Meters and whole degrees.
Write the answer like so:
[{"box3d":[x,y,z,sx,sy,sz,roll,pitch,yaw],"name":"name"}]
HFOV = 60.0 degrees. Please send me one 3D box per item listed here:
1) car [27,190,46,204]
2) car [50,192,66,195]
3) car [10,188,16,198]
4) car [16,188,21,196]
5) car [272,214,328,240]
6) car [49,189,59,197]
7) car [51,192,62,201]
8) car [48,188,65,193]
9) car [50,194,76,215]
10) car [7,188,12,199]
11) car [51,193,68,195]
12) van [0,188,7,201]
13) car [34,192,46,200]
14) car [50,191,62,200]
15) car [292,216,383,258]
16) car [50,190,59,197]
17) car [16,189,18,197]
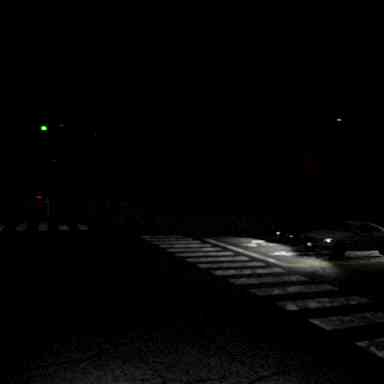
[{"box3d":[-20.887,0.831,44.933,2.128,1.511,4.902,2,0,-23],"name":"car"},{"box3d":[-15.417,1.062,38.999,2.008,1.369,4.403,2,0,-23],"name":"car"},{"box3d":[-34.178,0.239,60.900,2.192,1.841,5.009,2,0,-23],"name":"car"},{"box3d":[-38.558,0.102,71.017,2.192,1.841,5.009,2,0,-23],"name":"car"},{"box3d":[6.739,2.021,18.389,4.892,1.490,1.837,3,-1,-24],"name":"car"},{"box3d":[-35.123,0.212,84.529,2.192,1.841,5.009,2,0,-23],"name":"car"},{"box3d":[-24.245,0.760,59.391,1.752,1.417,4.829,2,0,-23],"name":"car"},{"box3d":[-17.599,0.757,44.058,2.192,1.841,5.009,2,0,-23],"name":"car"},{"box3d":[-11.036,1.199,28.882,2.008,1.369,4.403,2,0,-23],"name":"car"},{"box3d":[-31.995,0.537,55.842,1.887,1.381,4.507,2,0,-23],"name":"car"},{"box3d":[-13.293,1.103,34.097,1.752,1.417,4.829,2,0,-23],"name":"car"},{"box3d":[-29.798,0.401,50.784,1.690,1.788,3.998,2,0,-23],"name":"van"},{"box3d":[-28.261,0.710,61.966,1.895,1.301,4.718,2,0,-23],"name":"car"},{"box3d":[-26.365,0.608,64.294,1.967,1.590,4.097,2,0,-23],"name":"car"},{"box3d":[7.094,2.029,14.973,4.674,1.442,1.812,3,-1,-24],"name":"car"},{"box3d":[-32.936,0.404,79.471,1.967,1.590,4.097,2,0,-23],"name":"car"},{"box3d":[-36.376,0.400,65.959,1.887,1.381,4.507,2,0,-23],"name":"car"}]
